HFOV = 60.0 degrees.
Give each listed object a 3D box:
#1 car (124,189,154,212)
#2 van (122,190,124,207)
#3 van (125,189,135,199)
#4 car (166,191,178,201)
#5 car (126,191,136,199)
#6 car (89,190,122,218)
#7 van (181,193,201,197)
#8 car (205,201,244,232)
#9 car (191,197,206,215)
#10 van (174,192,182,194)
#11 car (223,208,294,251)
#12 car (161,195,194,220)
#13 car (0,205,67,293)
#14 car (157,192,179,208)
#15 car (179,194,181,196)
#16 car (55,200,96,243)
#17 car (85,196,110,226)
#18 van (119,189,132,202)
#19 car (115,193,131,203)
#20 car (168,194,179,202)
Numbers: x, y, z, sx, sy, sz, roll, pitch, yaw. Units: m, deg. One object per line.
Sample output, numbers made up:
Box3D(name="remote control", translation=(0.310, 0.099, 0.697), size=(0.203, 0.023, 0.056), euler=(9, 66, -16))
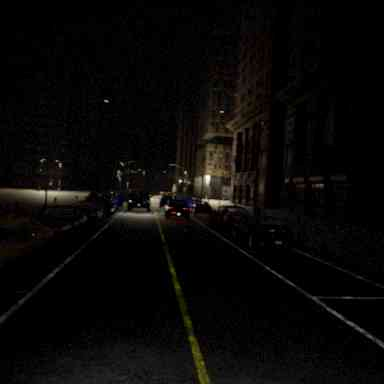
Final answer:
Box3D(name="car", translation=(-5.123, 0.810, 32.888), size=(2.150, 2.045, 5.566), euler=(3, 0, -7))
Box3D(name="van", translation=(-7.592, 0.787, 30.678), size=(1.690, 1.788, 3.998), euler=(3, 0, -7))
Box3D(name="van", translation=(-12.024, 0.426, 64.451), size=(1.690, 1.788, 3.998), euler=(3, 0, -7))
Box3D(name="car", translation=(-4.325, 0.843, 71.202), size=(2.192, 1.841, 5.009), euler=(3, 0, -7))
Box3D(name="car", translation=(-12.751, 0.552, 69.912), size=(1.752, 1.417, 4.829), euler=(3, 0, -7))
Box3D(name="car", translation=(-6.852, 0.823, 25.049), size=(2.192, 1.841, 5.009), euler=(3, 0, -7))
Box3D(name="van", translation=(0.105, 1.229, 37.429), size=(1.690, 1.788, 3.998), euler=(3, 0, -7))
Box3D(name="car", translation=(2.315, 1.512, 20.541), size=(1.967, 1.590, 4.097), euler=(3, 0, -7))
Box3D(name="car", translation=(0.832, 1.499, 31.800), size=(2.008, 1.369, 4.403), euler=(3, 0, -7))
Box3D(name="van", translation=(-1.372, 1.107, 48.686), size=(1.690, 1.788, 3.998), euler=(3, 0, -7))
Box3D(name="car", translation=(3.047, 1.684, 14.913), size=(2.008, 1.369, 4.403), euler=(3, 0, -7))
Box3D(name="car", translation=(-1.253, 1.344, 27.064), size=(1.837, 1.490, 4.892), euler=(3, 0, -7))
Box3D(name="car", translation=(-4.627, 1.220, 7.994), size=(1.752, 1.417, 4.829), euler=(3, 0, -7))
Box3D(name="car", translation=(-2.986, 1.201, 40.105), size=(1.837, 1.490, 4.892), euler=(3, 1, -7))
Box3D(name="car", translation=(-0.645, 1.371, 43.058), size=(1.887, 1.381, 4.507), euler=(3, 0, -7))
Box3D(name="car", translation=(-5.390, 1.213, 13.792), size=(1.802, 1.307, 4.206), euler=(3, 0, -7))
Box3D(name="car", translation=(-6.129, 1.151, 19.421), size=(1.802, 1.307, 4.206), euler=(3, 0, -7))
Box3D(name="van", translation=(-10.547, 0.545, 53.194), size=(1.690, 1.788, 3.998), euler=(3, 0, -7))
Box3D(name="car", translation=(-9.822, 0.845, 47.565), size=(1.802, 1.307, 4.206), euler=(3, 0, -7))
Box3D(name="car", translation=(-3.602, 1.169, 65.574), size=(1.802, 1.307, 4.206), euler=(3, 0, -7))
